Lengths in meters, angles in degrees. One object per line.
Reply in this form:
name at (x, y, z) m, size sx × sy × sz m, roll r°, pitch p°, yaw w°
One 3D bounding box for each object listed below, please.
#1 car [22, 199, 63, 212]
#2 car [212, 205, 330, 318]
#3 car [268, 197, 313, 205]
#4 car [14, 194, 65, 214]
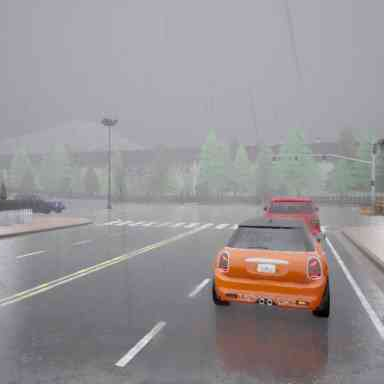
car at (-17.649, 1.555, 39.297) m, size 4.181 × 1.385 × 1.994 m, roll 0°, pitch 0°, yaw 16°
car at (1.994, 1.352, 7.823) m, size 2.097 × 1.767 × 4.553 m, roll 0°, pitch 0°, yaw 19°
car at (4.304, 1.223, 14.523) m, size 2.150 × 2.045 × 5.566 m, roll 0°, pitch 0°, yaw 16°
car at (-16.272, 1.217, 35.262) m, size 5.566 × 2.045 × 2.150 m, roll 0°, pitch 0°, yaw 16°
